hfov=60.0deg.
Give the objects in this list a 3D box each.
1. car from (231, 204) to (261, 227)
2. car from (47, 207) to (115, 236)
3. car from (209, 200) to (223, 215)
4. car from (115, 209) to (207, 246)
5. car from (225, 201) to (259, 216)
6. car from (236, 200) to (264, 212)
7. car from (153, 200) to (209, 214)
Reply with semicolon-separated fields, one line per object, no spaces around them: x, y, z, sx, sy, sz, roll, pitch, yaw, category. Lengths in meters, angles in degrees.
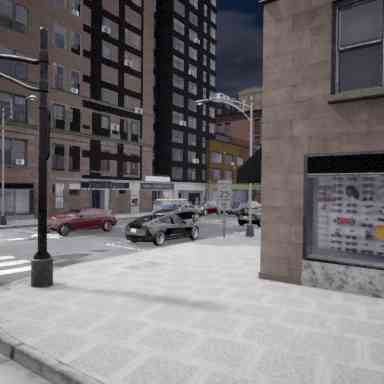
5.040;1.850;25.381;1.947;1.339;4.313;0;0;36;car
-6.521;1.634;19.493;1.812;1.442;4.674;1;0;37;car
1.329;1.645;34.821;1.967;1.590;4.097;0;0;36;car
-1.378;1.764;16.456;1.947;1.339;4.313;0;0;36;car
5.034;1.813;35.555;2.033;1.411;5.357;1;0;36;car
7.646;1.823;43.608;1.752;1.417;4.829;0;0;36;car
-1.061;1.673;27.089;2.128;1.511;4.902;1;0;35;car
